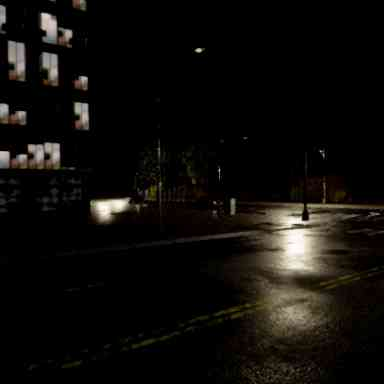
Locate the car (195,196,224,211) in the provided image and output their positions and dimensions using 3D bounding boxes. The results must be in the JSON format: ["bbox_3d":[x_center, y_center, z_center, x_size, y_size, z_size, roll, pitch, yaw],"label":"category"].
[{"bbox_3d":[2.331,1.263,40.420,2.097,1.767,4.553,-2,1,-33],"label":"car"}]

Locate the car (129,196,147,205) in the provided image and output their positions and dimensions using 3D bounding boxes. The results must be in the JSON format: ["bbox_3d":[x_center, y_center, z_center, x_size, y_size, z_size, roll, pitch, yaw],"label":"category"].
[{"bbox_3d":[-9.702,1.445,59.076,1.812,1.442,4.674,-2,1,-32],"label":"car"}]
